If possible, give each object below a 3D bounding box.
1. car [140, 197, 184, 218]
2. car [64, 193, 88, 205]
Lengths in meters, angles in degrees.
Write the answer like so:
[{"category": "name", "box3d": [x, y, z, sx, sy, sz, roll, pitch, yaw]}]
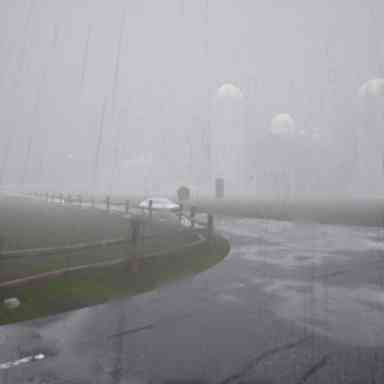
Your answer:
[{"category": "car", "box3d": [-2.480, 1.172, 26.076, 1.812, 1.442, 4.674, -1, 2, -37]}, {"category": "car", "box3d": [-15.297, 0.845, 43.758, 2.033, 1.411, 5.357, -1, 1, -36]}]
